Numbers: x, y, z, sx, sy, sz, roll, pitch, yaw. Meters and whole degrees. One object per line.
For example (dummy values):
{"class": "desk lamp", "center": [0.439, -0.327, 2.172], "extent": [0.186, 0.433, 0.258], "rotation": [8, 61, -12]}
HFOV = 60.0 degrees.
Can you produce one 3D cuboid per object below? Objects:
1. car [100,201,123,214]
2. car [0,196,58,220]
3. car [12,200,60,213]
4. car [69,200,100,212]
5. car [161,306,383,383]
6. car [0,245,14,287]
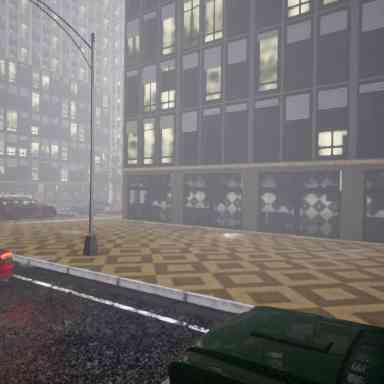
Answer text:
{"class": "car", "center": [-8.035, 1.830, 39.135], "extent": [1.752, 1.417, 4.829], "rotation": [1, 0, 36]}
{"class": "car", "center": [-14.808, 1.519, 29.905], "extent": [2.192, 1.841, 5.009], "rotation": [1, 0, 36]}
{"class": "car", "center": [-18.331, 1.643, 39.271], "extent": [1.752, 1.417, 4.829], "rotation": [1, 0, 36]}
{"class": "car", "center": [-12.837, 1.757, 42.364], "extent": [2.033, 1.411, 5.357], "rotation": [1, 0, 36]}
{"class": "car", "center": [2.056, 1.601, 2.220], "extent": [4.718, 1.301, 1.895], "rotation": [0, 0, 35]}
{"class": "car", "center": [-6.057, 1.521, 7.965], "extent": [4.674, 1.442, 1.812], "rotation": [0, 0, 35]}
